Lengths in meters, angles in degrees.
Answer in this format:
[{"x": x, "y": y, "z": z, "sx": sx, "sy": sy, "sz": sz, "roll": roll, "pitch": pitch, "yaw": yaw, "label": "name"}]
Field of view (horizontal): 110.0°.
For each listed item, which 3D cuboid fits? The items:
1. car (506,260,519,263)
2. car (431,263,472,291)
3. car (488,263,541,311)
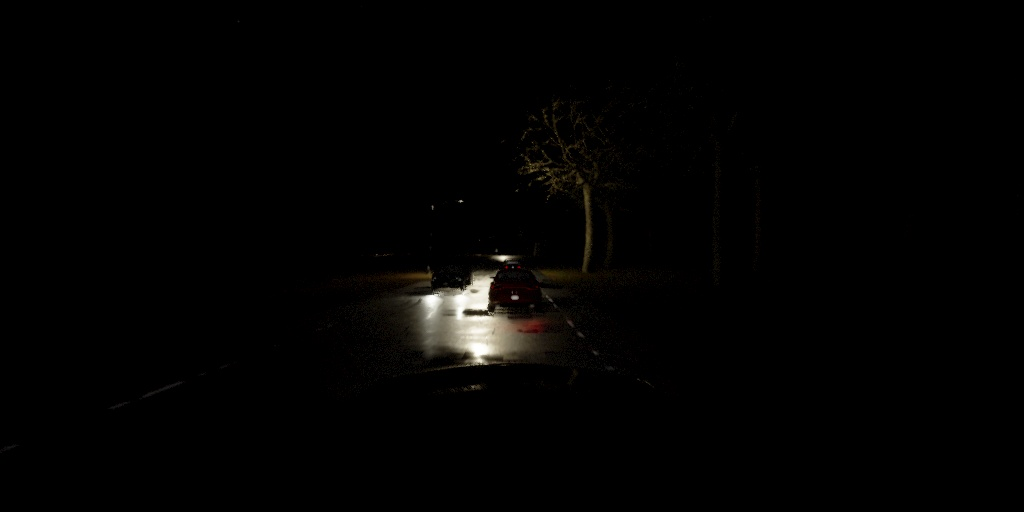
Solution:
[{"x": 0.088, "y": 1.148, "z": 38.066, "sx": 2.033, "sy": 1.411, "sz": 5.357, "roll": 0, "pitch": 1, "yaw": 0, "label": "car"}, {"x": -3.579, "y": 1.198, "z": 21.836, "sx": 1.882, "sy": 1.535, "sz": 5.008, "roll": 0, "pitch": 0, "yaw": 0, "label": "car"}, {"x": 0.097, "y": 1.234, "z": 14.544, "sx": 1.882, "sy": 1.535, "sz": 5.008, "roll": 0, "pitch": 0, "yaw": 0, "label": "car"}]
